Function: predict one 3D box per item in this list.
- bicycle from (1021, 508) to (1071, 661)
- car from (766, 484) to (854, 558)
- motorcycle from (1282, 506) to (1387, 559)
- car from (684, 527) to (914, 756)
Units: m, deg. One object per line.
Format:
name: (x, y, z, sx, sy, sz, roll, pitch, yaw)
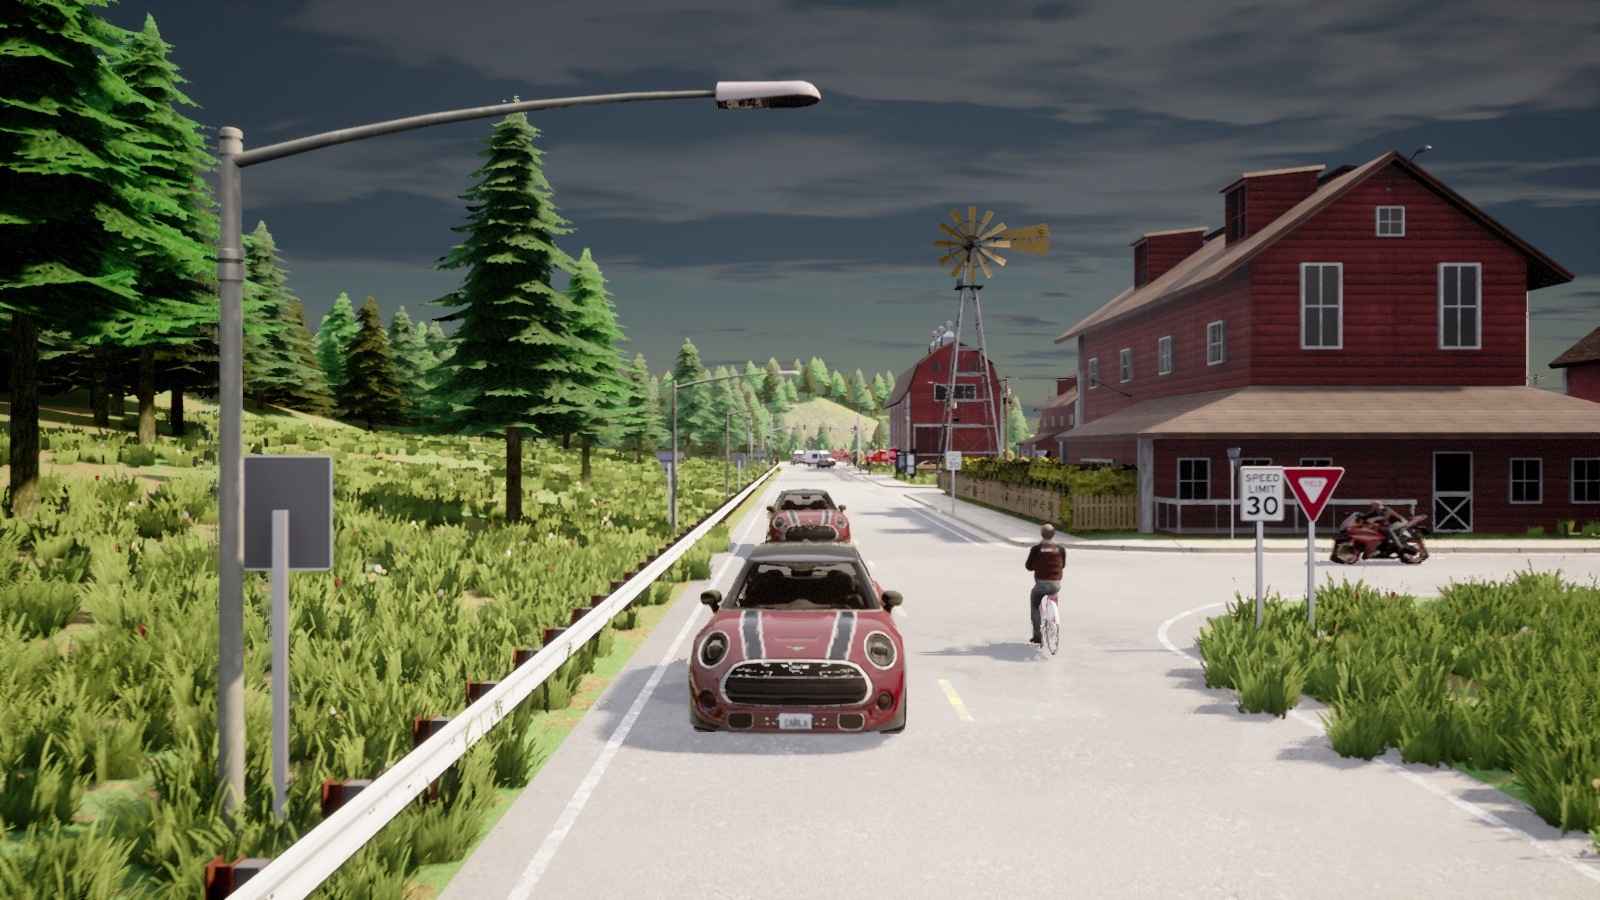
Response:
bicycle: (3.432, 1.824, 16.034, 0.329, 1.919, 1.835, 0, 0, 0)
car: (0.187, 1.871, 31.265, 2.097, 1.767, 4.553, 0, 0, -3)
motorcycle: (13.301, 2.044, 28.473, 2.209, 1.251, 0.867, 0, 0, 0)
car: (0.058, 1.896, 12.696, 2.097, 1.767, 4.553, 0, 0, 2)
